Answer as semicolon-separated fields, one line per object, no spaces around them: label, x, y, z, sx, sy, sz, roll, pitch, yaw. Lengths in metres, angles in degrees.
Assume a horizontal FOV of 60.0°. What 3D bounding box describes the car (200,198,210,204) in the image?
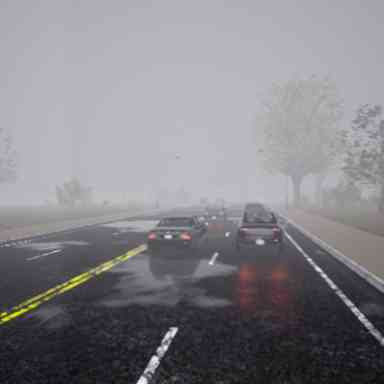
car;2.784;1.998;70.725;1.837;1.490;4.892;-1;0;10

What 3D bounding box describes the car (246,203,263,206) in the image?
car;5.454;1.658;29.125;1.882;1.535;5.008;-1;0;10

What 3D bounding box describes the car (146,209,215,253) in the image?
car;-0.421;1.671;14.418;2.033;1.411;5.357;-1;0;10

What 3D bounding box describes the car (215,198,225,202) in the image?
car;5.988;1.987;70.183;2.128;1.511;4.902;-1;0;10

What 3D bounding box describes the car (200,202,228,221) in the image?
car;2.184;1.814;29.308;1.895;1.301;4.718;-1;0;10

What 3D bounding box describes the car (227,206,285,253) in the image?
car;2.838;1.582;14.171;2.128;1.511;4.902;-1;0;10
